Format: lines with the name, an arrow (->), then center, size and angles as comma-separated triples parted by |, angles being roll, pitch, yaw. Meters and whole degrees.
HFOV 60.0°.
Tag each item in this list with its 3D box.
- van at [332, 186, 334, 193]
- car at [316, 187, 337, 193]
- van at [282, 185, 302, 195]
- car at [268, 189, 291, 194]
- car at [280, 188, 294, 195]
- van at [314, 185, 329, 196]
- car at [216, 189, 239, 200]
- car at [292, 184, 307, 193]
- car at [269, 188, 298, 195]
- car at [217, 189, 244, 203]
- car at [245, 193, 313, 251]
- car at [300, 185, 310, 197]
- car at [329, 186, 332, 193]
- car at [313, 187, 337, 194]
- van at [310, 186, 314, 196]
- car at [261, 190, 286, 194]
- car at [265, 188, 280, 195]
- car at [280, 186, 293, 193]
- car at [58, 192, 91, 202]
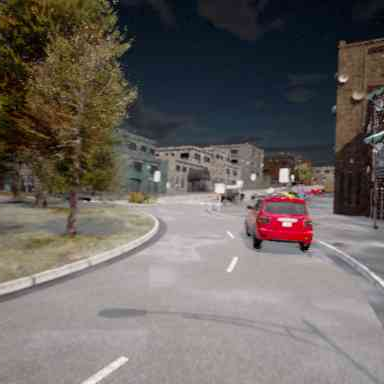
van -> 31.615, -0.583, 81.726 | 4.442, 1.987, 1.878 | 1, 3, 14
car -> 35.133, -0.522, 86.784 | 4.792, 1.488, 2.163 | 2, 3, 14
van -> 16.667, 0.313, 58.869 | 4.442, 1.987, 1.878 | 1, 3, 14
car -> 13.177, 0.773, 53.836 | 4.674, 1.452, 2.002 | 2, 3, 14
car -> 21.545, -0.094, 75.447 | 1.812, 1.442, 4.674 | 2, 3, 34
van -> 28.471, -0.379, 76.611 | 4.442, 1.987, 1.878 | 1, 3, 14
car -> 6.202, 0.413, 57.924 | 2.097, 1.767, 4.553 | 2, 3, 33
car -> 27.140, -0.863, 83.834 | 2.150, 2.045, 5.566 | 2, 3, 34
car -> 14.682, 0.627, 56.412 | 5.366, 1.575, 1.946 | 2, 3, 14
car -> 6.277, 0.513, 52.383 | 2.150, 2.045, 5.566 | 2, 3, 34
car -> 3.667, 1.250, 14.720 | 2.150, 2.045, 5.566 | 4, 1, 5
car -> 18.210, 0.185, 61.428 | 5.566, 2.045, 2.435 | 1, 3, 14
car -> 30.013, -0.382, 79.184 | 4.553, 1.767, 2.185 | 2, 3, 14
car -> 33.597, -0.452, 84.209 | 5.366, 1.575, 1.946 | 1, 3, 14
van -> 21.497, 0.011, 66.520 | 4.442, 1.987, 1.878 | 1, 3, 14
car -> 11.485, 0.833, 51.309 | 4.892, 1.521, 2.231 | 1, 3, 14
car -> 18.608, -0.162, 76.898 | 1.812, 1.442, 4.674 | 2, 3, 34
car -> 24.186, -0.672, 85.271 | 1.837, 1.490, 4.892 | 2, 3, 34
car -> -14.943, 0.465, 42.423 | 4.181, 1.385, 1.994 | 2, -2, 23
